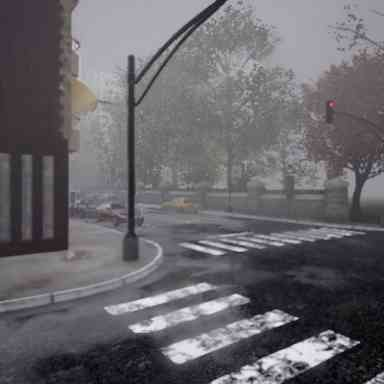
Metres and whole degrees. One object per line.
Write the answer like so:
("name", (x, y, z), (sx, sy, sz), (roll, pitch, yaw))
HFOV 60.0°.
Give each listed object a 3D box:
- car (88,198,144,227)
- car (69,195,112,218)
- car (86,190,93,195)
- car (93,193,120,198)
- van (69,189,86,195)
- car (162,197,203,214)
("car", (-4.368, 1.240, 19.733), (1.802, 1.307, 4.206), (1, 0, -36))
("car", (-7.627, 1.142, 24.209), (1.802, 1.307, 4.206), (1, 0, -36))
("car", (-13.884, 0.748, 47.043), (1.947, 1.339, 4.313), (1, 0, -36))
("car", (-10.624, 0.830, 42.566), (2.008, 1.369, 4.403), (1, 0, -36))
("van", (-10.879, 0.803, 28.686), (1.690, 1.788, 3.998), (1, 0, -36))
("car", (-0.947, 1.094, 29.274), (1.752, 1.417, 4.829), (1, 0, -36))
